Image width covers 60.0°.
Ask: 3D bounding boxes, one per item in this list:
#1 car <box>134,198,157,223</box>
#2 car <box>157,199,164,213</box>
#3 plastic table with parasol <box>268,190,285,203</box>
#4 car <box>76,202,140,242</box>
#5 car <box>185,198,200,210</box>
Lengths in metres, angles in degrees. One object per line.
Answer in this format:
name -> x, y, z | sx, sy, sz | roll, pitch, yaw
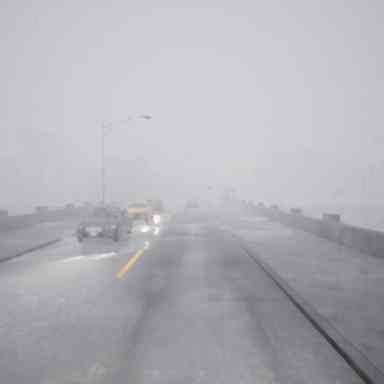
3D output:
car -> -4.104, 1.457, 25.834 | 1.882, 1.535, 5.008 | 0, 0, 0
car -> -4.078, 1.463, 36.104 | 2.128, 1.511, 4.902 | 0, 0, 0
plastic table with parasol -> 15.894, 0.878, 62.759 | 2.482, 2.480, 2.482 | 0, 0, 0
car -> -4.107, 1.479, 16.286 | 2.128, 1.511, 4.902 | 0, 0, 0
car -> 0.045, 1.514, 42.977 | 2.033, 1.411, 5.357 | 0, 0, 0
